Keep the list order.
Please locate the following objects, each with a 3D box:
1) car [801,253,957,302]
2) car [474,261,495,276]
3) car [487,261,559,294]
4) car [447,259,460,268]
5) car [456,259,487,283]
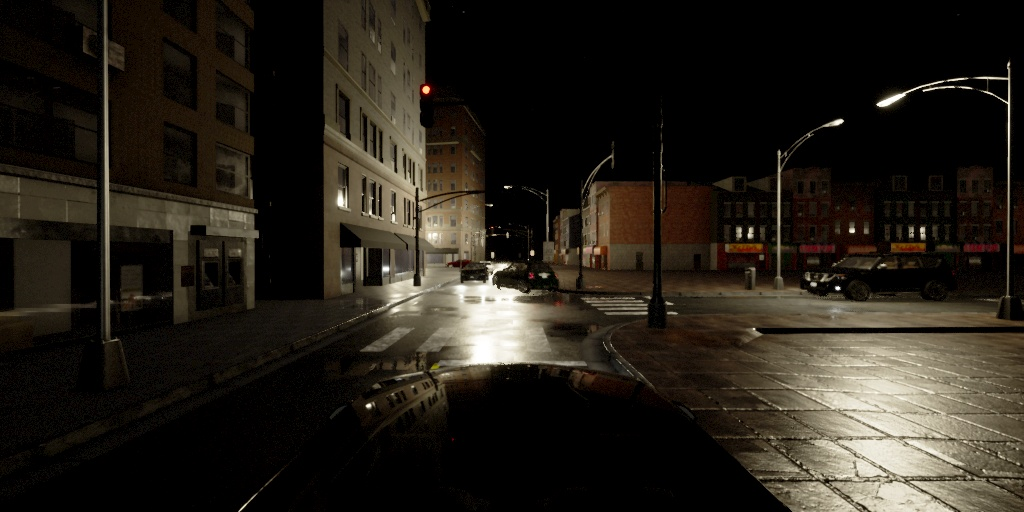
[{"bbox_3d":[16.245,0.902,16.032,5.566,2.045,2.150,0,0,0],"label":"car"},{"bbox_3d":[-2.852,1.282,38.077,1.812,1.442,4.674,0,0,0],"label":"car"},{"bbox_3d":[0.672,1.101,20.460,2.097,1.767,4.553,1,0,-29],"label":"car"},{"bbox_3d":[-8.831,1.283,62.343,5.008,1.535,1.882,0,0,9],"label":"car"},{"bbox_3d":[-2.838,1.231,27.929,1.882,1.535,5.008,0,0,0],"label":"car"}]
